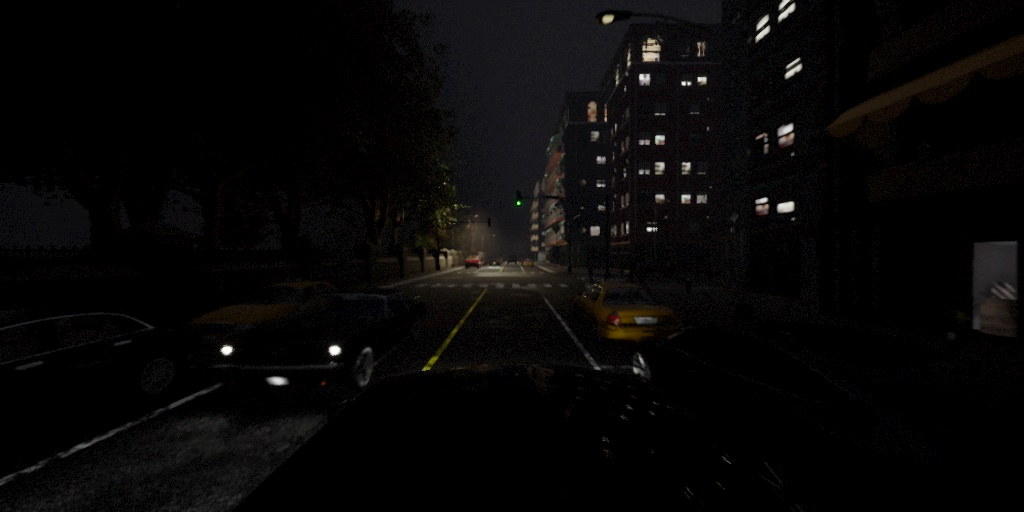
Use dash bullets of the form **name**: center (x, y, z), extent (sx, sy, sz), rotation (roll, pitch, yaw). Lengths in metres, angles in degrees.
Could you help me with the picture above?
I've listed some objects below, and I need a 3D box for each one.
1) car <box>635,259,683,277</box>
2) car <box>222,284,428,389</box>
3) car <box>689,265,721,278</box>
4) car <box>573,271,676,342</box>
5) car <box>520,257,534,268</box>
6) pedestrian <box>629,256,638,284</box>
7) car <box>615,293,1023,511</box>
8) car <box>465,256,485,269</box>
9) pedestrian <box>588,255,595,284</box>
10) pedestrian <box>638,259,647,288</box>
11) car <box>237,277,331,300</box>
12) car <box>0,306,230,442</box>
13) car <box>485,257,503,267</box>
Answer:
- **car**: center (14.604, 1.236, 36.311), extent (5.009, 1.841, 2.192), rotation (0, 0, 0)
- **car**: center (-3.089, 1.335, 6.938), extent (1.895, 1.301, 4.718), rotation (0, 0, 0)
- **car**: center (20.299, 1.569, 36.328), extent (4.507, 1.381, 1.888), rotation (0, 0, 0)
- **car**: center (2.692, 1.252, 9.502), extent (1.751, 1.417, 4.829), rotation (0, 0, 0)
- **car**: center (2.700, 1.119, 58.602), extent (1.751, 1.417, 4.829), rotation (0, 0, 0)
- **pedestrian**: center (7.138, 0.907, 21.513), extent (0.375, 1.860, 0.375), rotation (0, 0, 0)
- **car**: center (2.692, 1.309, 3.701), extent (1.948, 1.339, 4.313), rotation (0, 0, 0)
- **car**: center (-5.682, 0.921, 52.898), extent (2.192, 1.841, 5.009), rotation (0, 0, 0)
- **pedestrian**: center (5.004, 0.831, 22.713), extent (0.375, 1.860, 0.375), rotation (0, 0, 0)
- **pedestrian**: center (8.038, 1.045, 22.114), extent (0.375, 1.860, 0.375), rotation (0, 0, 0)
- **car**: center (-5.688, 1.252, 9.162), extent (1.751, 1.417, 4.829), rotation (0, 0, 0)
- **car**: center (-5.689, 1.294, 3.702), extent (2.007, 1.370, 4.403), rotation (0, 0, 0)
- **car**: center (-3.015, 1.076, 63.654), extent (2.128, 1.511, 4.902), rotation (0, 0, 1)
